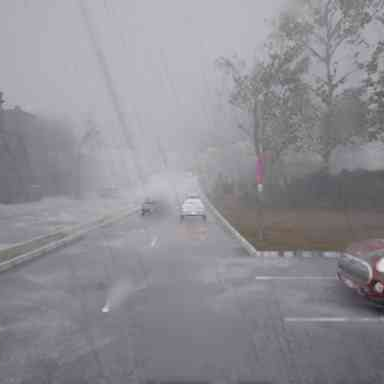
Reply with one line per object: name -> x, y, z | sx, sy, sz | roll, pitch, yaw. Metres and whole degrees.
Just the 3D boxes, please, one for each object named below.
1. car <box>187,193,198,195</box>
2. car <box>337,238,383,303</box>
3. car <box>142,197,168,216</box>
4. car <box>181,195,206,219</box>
car -> 0.110, 0.793, 42.898 | 1.812, 1.442, 4.674 | 0, 2, 0
car -> 5.570, 1.332, 7.040 | 4.553, 1.767, 2.185 | 0, 0, 0
car -> -3.143, 1.161, 28.573 | 2.128, 1.511, 4.902 | 0, 1, 0
car -> 0.105, 1.247, 26.239 | 1.812, 1.442, 4.674 | 0, 1, 0
